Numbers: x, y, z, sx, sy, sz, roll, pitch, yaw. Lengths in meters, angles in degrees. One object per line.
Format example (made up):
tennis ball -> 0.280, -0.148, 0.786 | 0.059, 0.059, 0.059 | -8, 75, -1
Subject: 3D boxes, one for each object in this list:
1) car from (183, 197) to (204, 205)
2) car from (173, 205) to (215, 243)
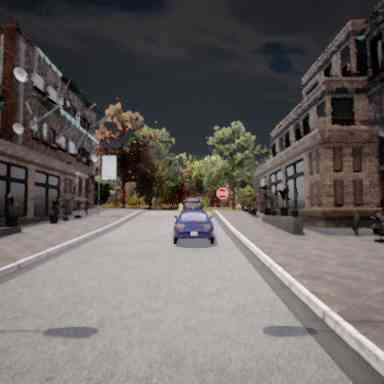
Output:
car -> 0.102, 1.272, 32.873 | 2.128, 1.511, 4.902 | 0, 0, 0
car -> 0.084, 1.556, 16.022 | 1.812, 1.442, 4.674 | 0, 0, 0
